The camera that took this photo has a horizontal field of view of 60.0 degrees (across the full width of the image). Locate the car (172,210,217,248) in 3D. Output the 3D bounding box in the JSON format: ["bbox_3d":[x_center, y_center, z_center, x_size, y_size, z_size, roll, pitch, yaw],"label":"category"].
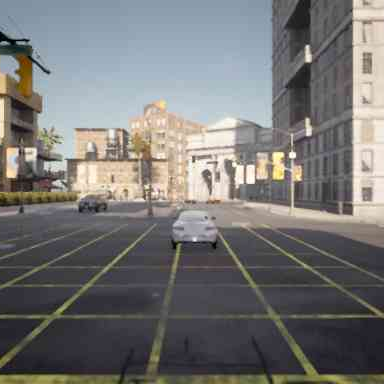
[{"bbox_3d":[0.101,1.546,14.865,1.812,1.442,4.674,0,0,0],"label":"car"}]

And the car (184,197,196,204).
[{"bbox_3d":[-0.394,1.692,64.849,1.895,1.301,4.718,0,0,-8],"label":"car"}]

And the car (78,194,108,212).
[{"bbox_3d":[-11.509,1.276,39.106,2.150,2.045,5.566,0,0,0],"label":"car"}]

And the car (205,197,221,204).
[{"bbox_3d":[4.191,1.691,64.876,1.895,1.301,4.718,0,0,20],"label":"car"}]
